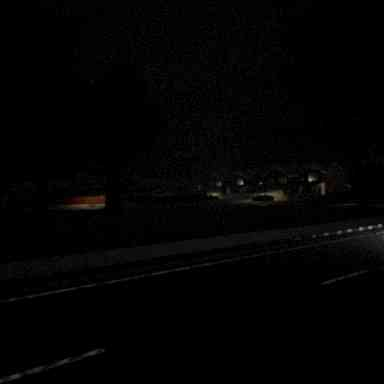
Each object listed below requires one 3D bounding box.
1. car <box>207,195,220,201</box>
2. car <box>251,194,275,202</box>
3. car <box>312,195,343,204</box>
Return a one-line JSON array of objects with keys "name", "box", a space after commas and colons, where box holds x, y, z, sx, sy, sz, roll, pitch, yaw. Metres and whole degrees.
[{"name": "car", "box": [4.414, 1.352, 76.040, 1.994, 1.385, 4.181, -2, 1, -35]}, {"name": "car", "box": [13.424, 1.116, 63.190, 2.128, 1.511, 4.902, -2, 1, -35]}, {"name": "car", "box": [19.946, 1.116, 49.103, 1.994, 1.385, 4.181, -2, 1, -35]}]
